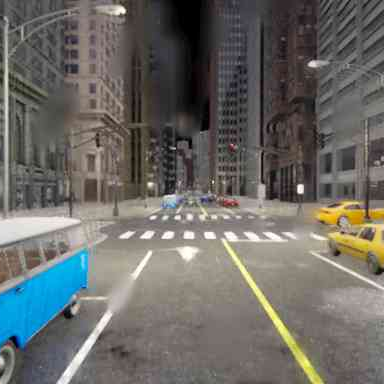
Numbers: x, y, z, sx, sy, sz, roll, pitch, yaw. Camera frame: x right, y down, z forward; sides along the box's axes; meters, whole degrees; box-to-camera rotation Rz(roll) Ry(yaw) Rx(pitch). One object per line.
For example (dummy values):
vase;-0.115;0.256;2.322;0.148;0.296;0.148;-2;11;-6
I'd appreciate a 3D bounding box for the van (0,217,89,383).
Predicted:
van;-2.783;1.331;4.750;1.690;1.788;3.998;0;0;0

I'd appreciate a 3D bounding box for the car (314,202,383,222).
car;10.309;1.362;21.163;5.008;1.535;1.882;-1;0;-11

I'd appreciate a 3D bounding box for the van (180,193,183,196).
van;-2.912;1.336;59.309;1.690;1.788;3.998;0;0;0

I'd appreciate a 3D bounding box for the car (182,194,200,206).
car;-0.172;1.492;54.393;2.128;1.511;4.902;0;0;0

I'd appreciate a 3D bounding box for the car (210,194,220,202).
car;5.586;1.350;81.412;2.192;1.841;5.009;0;0;0

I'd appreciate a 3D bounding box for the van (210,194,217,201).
van;5.573;1.379;86.938;1.690;1.788;3.998;0;0;0

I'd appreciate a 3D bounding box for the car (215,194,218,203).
car;5.639;1.567;59.310;1.887;1.381;4.507;0;0;0

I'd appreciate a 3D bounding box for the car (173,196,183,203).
car;-2.934;1.584;70.359;1.802;1.307;4.206;0;0;0

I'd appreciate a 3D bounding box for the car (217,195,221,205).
car;5.652;1.564;53.785;1.887;1.381;4.507;0;0;0

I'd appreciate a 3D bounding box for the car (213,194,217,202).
car;5.625;1.551;65.006;1.752;1.417;4.829;0;0;0

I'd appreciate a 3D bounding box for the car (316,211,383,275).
car;5.736;1.540;10.337;1.752;1.417;4.829;0;0;0

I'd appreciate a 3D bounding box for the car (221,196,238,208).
car;5.665;1.561;48.260;1.887;1.381;4.507;0;0;0

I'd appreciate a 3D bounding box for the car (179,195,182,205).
car;-2.890;1.535;48.260;1.887;1.381;4.507;0;0;0

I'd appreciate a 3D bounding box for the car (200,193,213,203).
car;2.847;1.492;67.549;1.882;1.535;5.008;0;0;0

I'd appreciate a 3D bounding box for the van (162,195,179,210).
van;-2.879;1.329;42.735;1.690;1.788;3.998;0;0;0

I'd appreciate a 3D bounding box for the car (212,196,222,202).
car;5.599;1.576;75.887;1.887;1.381;4.507;0;0;0
